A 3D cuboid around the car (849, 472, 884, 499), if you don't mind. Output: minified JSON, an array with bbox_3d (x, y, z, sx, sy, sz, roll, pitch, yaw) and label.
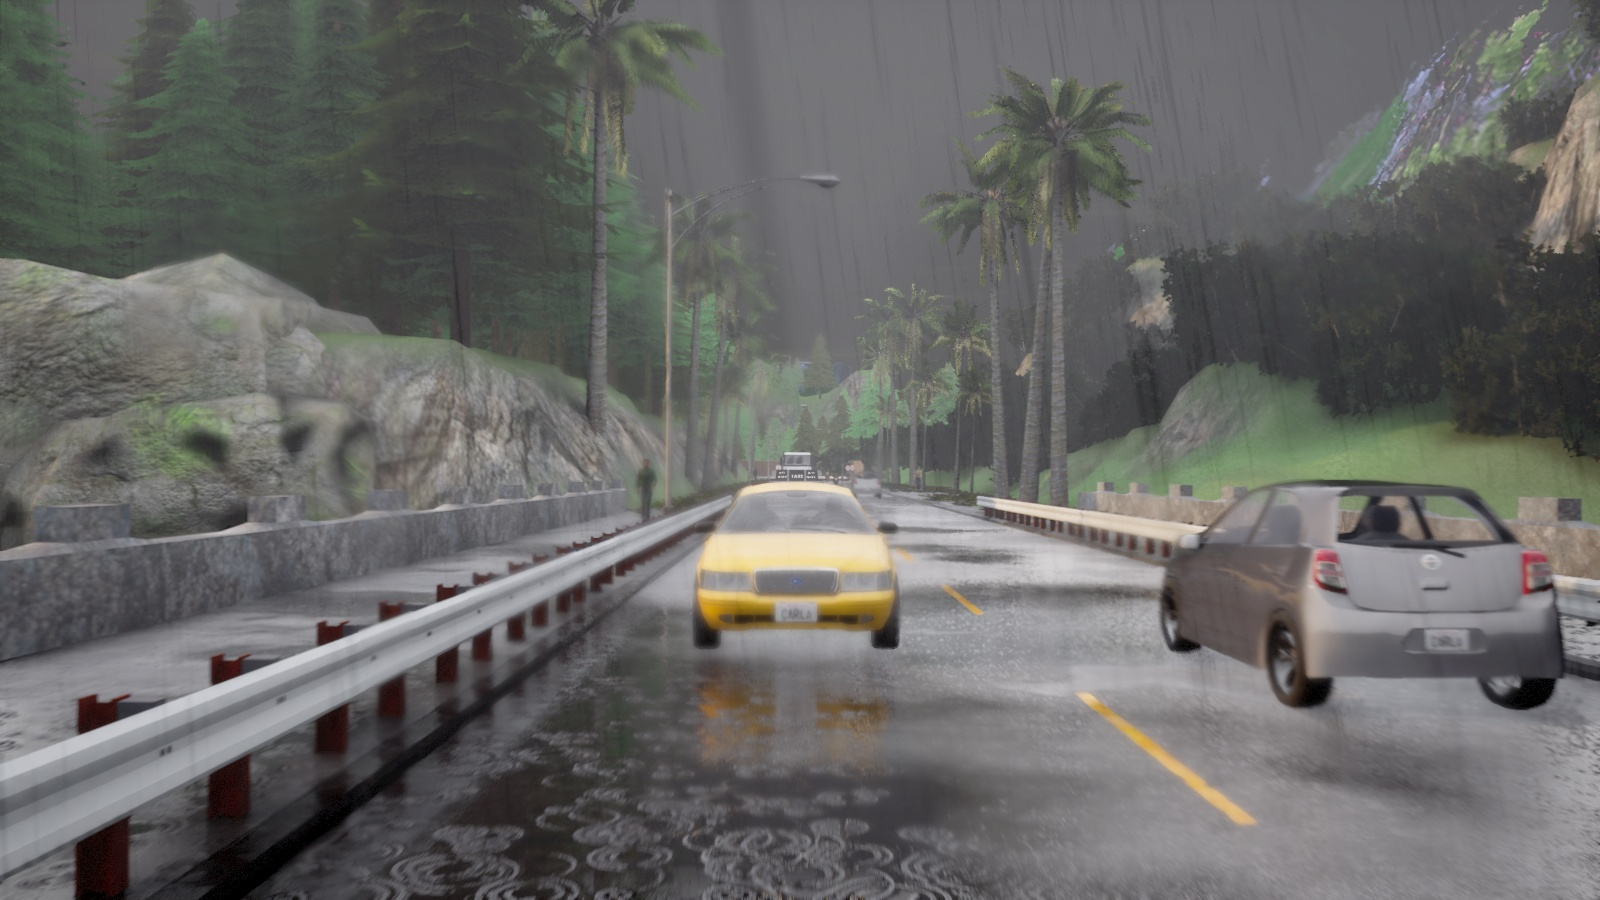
[{"bbox_3d":[3.843,2.040,73.303,1.845,1.501,3.633,0,-1,0],"label":"car"}]

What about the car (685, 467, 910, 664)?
[{"bbox_3d":[-0.027,0.966,12.780,1.801,1.575,5.366,0,-1,0],"label":"car"}]

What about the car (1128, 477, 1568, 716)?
[{"bbox_3d":[3.980,0.978,9.858,1.845,1.501,3.633,0,-1,0],"label":"car"}]

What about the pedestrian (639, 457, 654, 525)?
[{"bbox_3d":[-4.173,1.112,34.117,0.353,1.847,0.614,0,-1,-3],"label":"pedestrian"}]
